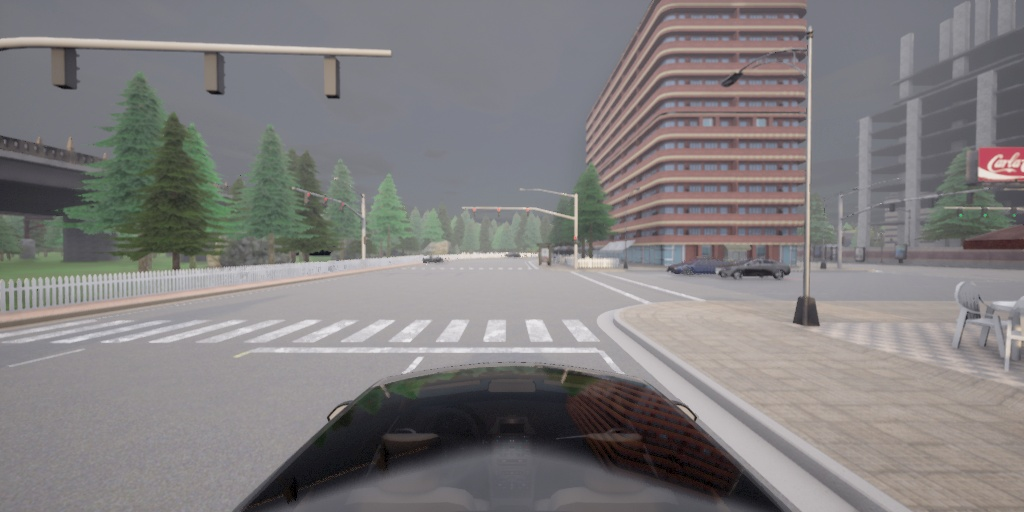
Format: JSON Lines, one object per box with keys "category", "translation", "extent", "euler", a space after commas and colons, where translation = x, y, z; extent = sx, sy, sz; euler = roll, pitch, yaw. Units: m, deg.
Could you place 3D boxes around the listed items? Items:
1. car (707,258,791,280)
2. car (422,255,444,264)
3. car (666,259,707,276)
{"category": "car", "translation": [17.314, 0.919, 25.931], "extent": [4.902, 1.511, 2.128], "euler": [0, 1, 1]}
{"category": "car", "translation": [-11.619, 0.540, 52.667], "extent": [1.895, 1.301, 4.718], "euler": [0, 1, 7]}
{"category": "car", "translation": [15.649, 0.917, 29.451], "extent": [5.357, 1.411, 2.033], "euler": [0, 1, 1]}
